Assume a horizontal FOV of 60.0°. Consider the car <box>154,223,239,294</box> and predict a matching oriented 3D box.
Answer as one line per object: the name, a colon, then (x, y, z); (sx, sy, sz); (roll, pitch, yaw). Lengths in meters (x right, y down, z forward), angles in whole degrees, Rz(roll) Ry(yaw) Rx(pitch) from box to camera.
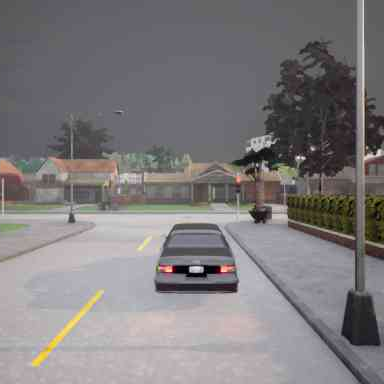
car: (0.099, 1.547, 8.949); (2.033, 1.411, 5.357); (0, 0, 0)
